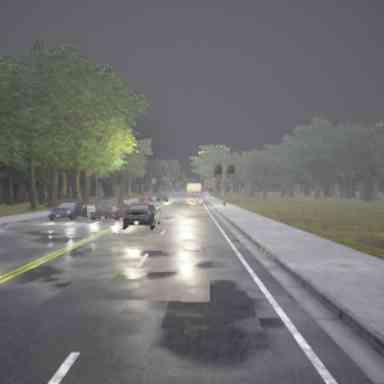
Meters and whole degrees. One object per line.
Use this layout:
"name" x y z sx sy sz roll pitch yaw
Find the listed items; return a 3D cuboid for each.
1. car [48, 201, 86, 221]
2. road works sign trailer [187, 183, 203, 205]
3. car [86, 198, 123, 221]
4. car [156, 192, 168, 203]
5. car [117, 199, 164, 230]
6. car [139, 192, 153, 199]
"car" -9.735 1.459 26.530 1.812 1.442 4.674 0 0 0
"road works sign trailer" 0.359 0.325 53.480 2.380 3.560 2.880 0 0 1
"car" -6.483 1.286 26.440 2.097 1.767 4.553 0 0 0
"car" -5.965 1.025 66.779 2.150 2.045 5.566 0 1 1
"car" -3.072 1.451 20.875 1.837 1.490 4.892 0 0 0
"car" -9.208 1.019 67.173 2.150 2.045 5.566 0 1 1
